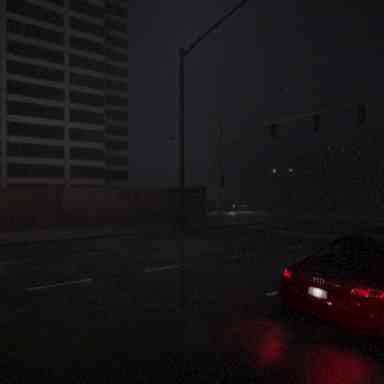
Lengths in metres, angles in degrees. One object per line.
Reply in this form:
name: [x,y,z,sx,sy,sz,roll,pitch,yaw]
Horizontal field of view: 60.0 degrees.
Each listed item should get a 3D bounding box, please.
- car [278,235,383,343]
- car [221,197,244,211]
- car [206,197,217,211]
car: [3.614,1.542,6.375,4.181,1.385,1.994,0,0,-35]
car: [3.941,1.416,38.938,1.837,1.490,4.892,0,0,-36]
car: [0.310,1.144,37.973,2.150,2.045,5.566,0,0,-36]
